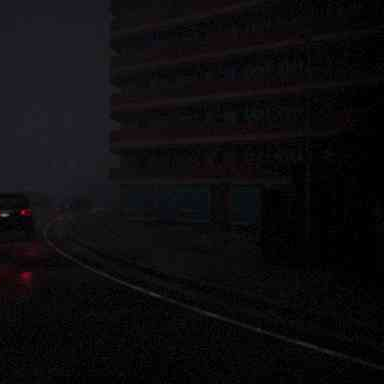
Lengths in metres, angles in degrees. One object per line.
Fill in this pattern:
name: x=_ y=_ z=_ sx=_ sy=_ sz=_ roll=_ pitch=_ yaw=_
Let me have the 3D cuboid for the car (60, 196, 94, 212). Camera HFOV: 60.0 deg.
car: x=-11.656 y=1.197 z=33.997 sx=2.128 sy=1.511 sz=4.902 roll=1 pitch=0 yaw=5

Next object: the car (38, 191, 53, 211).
car: x=-15.371 y=0.907 z=31.828 sx=2.150 sy=2.045 sz=5.566 roll=0 pitch=0 yaw=2

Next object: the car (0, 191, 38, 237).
car: x=-9.030 y=1.050 z=16.531 sx=2.150 sy=2.045 sz=5.566 roll=0 pitch=0 yaw=-24
